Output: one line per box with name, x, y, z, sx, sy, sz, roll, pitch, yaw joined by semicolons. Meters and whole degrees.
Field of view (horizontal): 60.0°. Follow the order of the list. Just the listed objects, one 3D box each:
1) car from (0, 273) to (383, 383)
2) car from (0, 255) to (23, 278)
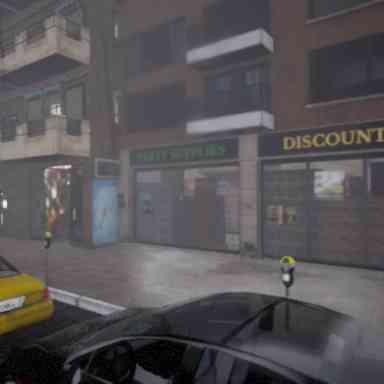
car;0.143;1.580;2.768;4.313;1.339;1.947;-1;0;36
car;-4.490;1.599;6.074;4.829;1.417;1.752;-1;0;36
